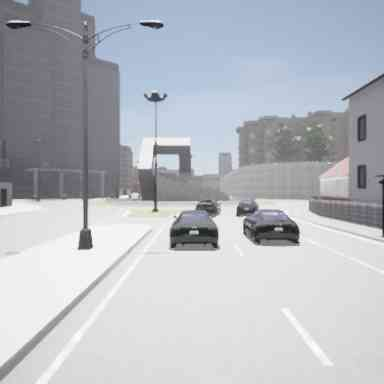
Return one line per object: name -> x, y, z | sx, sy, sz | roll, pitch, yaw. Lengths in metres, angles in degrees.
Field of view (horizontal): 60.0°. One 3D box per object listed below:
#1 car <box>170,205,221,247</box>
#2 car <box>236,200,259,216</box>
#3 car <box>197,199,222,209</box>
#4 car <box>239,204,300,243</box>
car -> 0.094, 1.502, 14.676 | 1.994, 1.385, 4.181 | 0, 0, 0
car -> 5.283, 1.434, 30.989 | 1.994, 1.385, 4.181 | 0, 0, 14
car -> 1.558, 1.378, 30.499 | 1.837, 1.490, 4.892 | 0, 0, 12
car -> 3.605, 1.498, 15.739 | 1.994, 1.385, 4.181 | 0, 0, 1
